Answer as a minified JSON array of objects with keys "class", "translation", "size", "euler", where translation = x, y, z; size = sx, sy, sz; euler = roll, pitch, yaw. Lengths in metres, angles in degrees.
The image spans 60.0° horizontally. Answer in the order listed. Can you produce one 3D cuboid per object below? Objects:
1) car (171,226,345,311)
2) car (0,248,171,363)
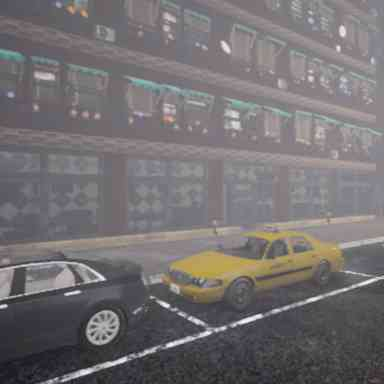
[{"class":"car","translation":[1.639,1.506,7.731],"size":[4.829,1.417,1.752],"euler":[0,0,-36]},{"class":"car","translation":[-2.730,1.550,4.611],"size":[4.403,1.369,2.008],"euler":[0,0,-36]}]
